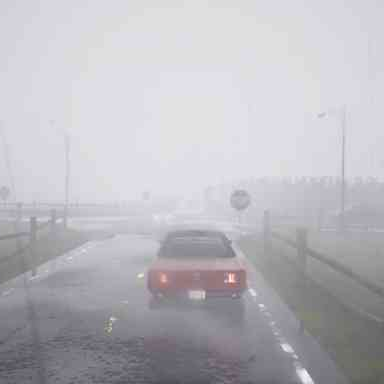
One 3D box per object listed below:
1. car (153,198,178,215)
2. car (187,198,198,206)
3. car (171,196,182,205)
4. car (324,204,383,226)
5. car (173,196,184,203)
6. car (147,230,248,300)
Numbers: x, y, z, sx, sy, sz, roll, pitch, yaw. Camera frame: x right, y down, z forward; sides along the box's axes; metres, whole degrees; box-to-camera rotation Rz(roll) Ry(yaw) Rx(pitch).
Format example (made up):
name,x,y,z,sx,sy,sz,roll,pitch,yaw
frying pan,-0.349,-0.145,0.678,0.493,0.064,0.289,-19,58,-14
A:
name,x,y,z,sx,sy,sz,roll,pitch,yaw
car,-2.869,1.578,34.519,1.994,1.385,4.181,0,0,0
car,0.048,1.638,56.240,1.895,1.301,4.718,0,0,0
car,-2.879,1.572,45.575,2.033,1.411,5.357,0,0,0
car,12.700,1.699,25.705,4.553,1.767,2.097,1,-1,-1
car,-2.810,1.580,70.139,2.128,1.511,4.902,0,0,0
car,0.095,1.602,8.344,1.895,1.301,4.718,0,0,0
